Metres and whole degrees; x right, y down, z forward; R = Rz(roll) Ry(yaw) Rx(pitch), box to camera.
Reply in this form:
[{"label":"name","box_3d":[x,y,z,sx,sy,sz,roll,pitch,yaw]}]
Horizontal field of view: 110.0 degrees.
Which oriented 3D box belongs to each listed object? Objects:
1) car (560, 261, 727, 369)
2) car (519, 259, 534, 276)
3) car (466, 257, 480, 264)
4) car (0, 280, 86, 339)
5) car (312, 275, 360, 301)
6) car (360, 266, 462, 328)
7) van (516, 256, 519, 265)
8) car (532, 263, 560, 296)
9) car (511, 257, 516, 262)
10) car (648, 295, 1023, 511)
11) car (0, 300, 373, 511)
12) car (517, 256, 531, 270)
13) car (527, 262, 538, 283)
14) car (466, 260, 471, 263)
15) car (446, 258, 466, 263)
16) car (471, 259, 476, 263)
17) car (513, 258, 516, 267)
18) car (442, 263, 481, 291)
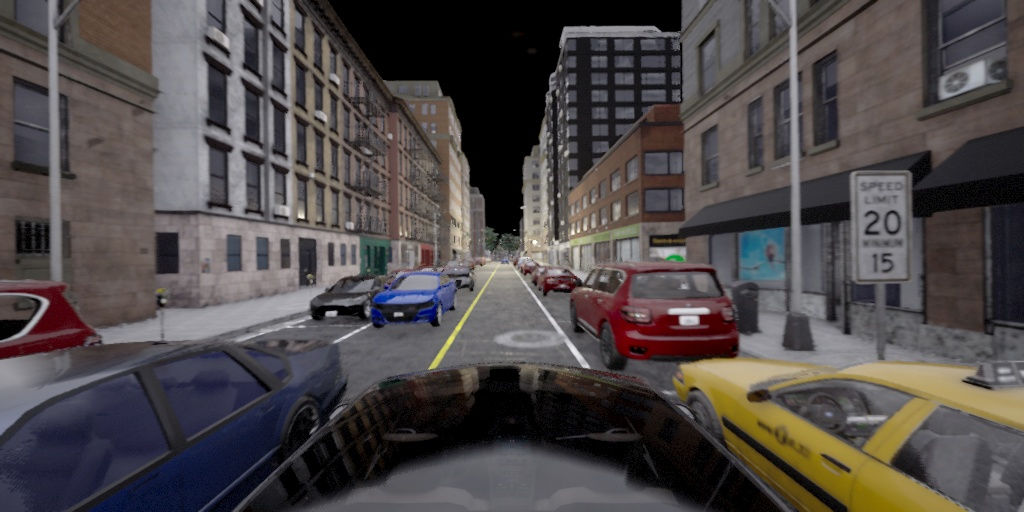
[{"label":"car","box_3d":[2.564,1.026,7.644,2.192,1.841,5.009,0,0,-1]},{"label":"car","box_3d":[1.996,1.253,36.034,1.888,1.381,4.507,0,0,-1]},{"label":"car","box_3d":[-6.376,1.137,52.910,2.192,1.841,5.009,0,0,-1]},{"label":"car","box_3d":[-5.345,1.144,1.814,2.192,1.841,5.009,0,0,-1]},{"label":"car","box_3d":[-5.574,1.395,13.169,1.948,1.339,4.313,0,0,-1]},{"label":"car","box_3d":[-3.020,1.270,11.943,1.882,1.535,5.008,-1,0,-1]},{"label":"van","box_3d":[1.769,1.046,47.389,1.690,1.789,3.998,0,0,-1]},{"label":"car","box_3d":[2.337,1.255,19.000,1.888,1.381,4.507,0,0,-1]},{"label":"car","box_3d":[1.428,1.015,64.422,2.192,1.841,5.009,0,0,-1]},{"label":"car","box_3d":[2.674,1.236,2.136,1.751,1.417,4.829,0,0,-1]},{"label":"car","box_3d":[-2.822,1.339,2.024,2.033,1.411,5.357,-1,0,-2]},{"label":"car","box_3d":[1.883,1.146,41.711,1.967,1.591,4.097,0,0,-1]},{"label":"car","box_3d":[2.223,1.292,24.678,1.802,1.307,4.207,0,0,-1]},{"label":"car","box_3d":[-6.147,1.407,41.555,1.802,1.307,4.207,0,0,-1]},{"label":"car","box_3d":[-6.032,1.266,35.878,1.967,1.591,4.097,0,0,-1]},{"label":"car","box_3d":[-6.261,1.390,47.233,1.948,1.339,4.313,0,0,-1]},{"label":"car","box_3d":[1.656,1.254,53.067,2.007,1.370,4.403,0,0,-1]},{"label":"car","box_3d":[-3.206,1.355,21.934,1.994,1.385,4.181,-1,0,-1]}]
